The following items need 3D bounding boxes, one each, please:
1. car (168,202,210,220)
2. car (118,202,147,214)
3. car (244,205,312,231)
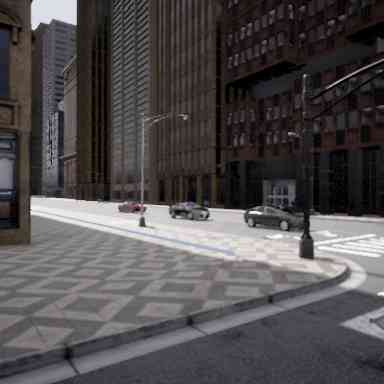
[{"bbox_3d":[-0.321,1.720,30.408,2.128,1.511,4.902,0,0,-35],"label":"car"},{"bbox_3d":[-7.244,1.886,40.250,1.895,1.301,4.718,0,0,-35],"label":"car"},{"bbox_3d":[5.547,1.681,22.089,1.837,1.490,4.892,0,0,-35],"label":"car"}]
